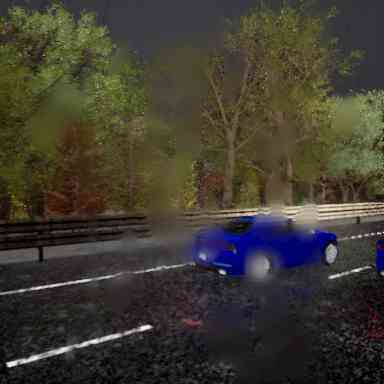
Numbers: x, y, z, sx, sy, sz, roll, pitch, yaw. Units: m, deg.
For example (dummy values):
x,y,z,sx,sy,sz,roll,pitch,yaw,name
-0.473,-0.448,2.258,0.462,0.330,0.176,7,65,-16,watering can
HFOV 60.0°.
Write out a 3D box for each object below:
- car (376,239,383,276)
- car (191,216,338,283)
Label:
x,y,z,sx,sy,sz,roll,pitch,yaw,name
6.703,1.435,8.595,5.008,1.535,1.882,0,0,-36,car
2.300,1.448,9.730,5.008,1.535,1.882,0,0,-36,car
